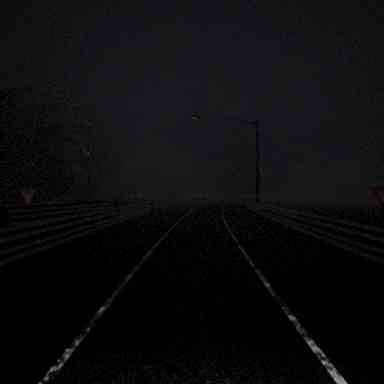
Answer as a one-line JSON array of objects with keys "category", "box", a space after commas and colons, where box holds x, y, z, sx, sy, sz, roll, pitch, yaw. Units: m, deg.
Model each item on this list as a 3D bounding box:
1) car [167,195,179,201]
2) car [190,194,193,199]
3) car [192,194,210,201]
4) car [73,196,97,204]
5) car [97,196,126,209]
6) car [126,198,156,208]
[{"category": "car", "box": [-4.392, 1.407, 78.180, 2.128, 1.511, 4.902, 0, 0, 15]}, {"category": "car", "box": [1.753, 1.496, 87.350, 1.895, 1.301, 4.718, 0, 0, 16]}, {"category": "car", "box": [2.112, 1.470, 75.405, 1.895, 1.301, 4.718, 0, 0, 15]}, {"category": "car", "box": [-13.106, 1.312, 42.139, 1.837, 1.490, 4.892, 0, 0, 12]}, {"category": "car", "box": [-9.585, 1.312, 41.869, 1.837, 1.490, 4.892, 0, 0, 12]}, {"category": "car", "box": [-6.081, 1.406, 41.617, 1.895, 1.301, 4.718, 0, 0, 12]}]
